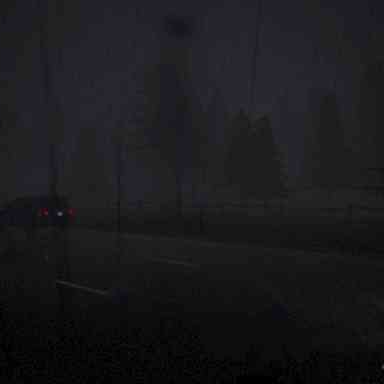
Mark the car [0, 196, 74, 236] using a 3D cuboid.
[{"bbox_3d":[-9.148,1.259,19.115,5.566,2.045,2.150,0,0,35],"label":"car"}]
